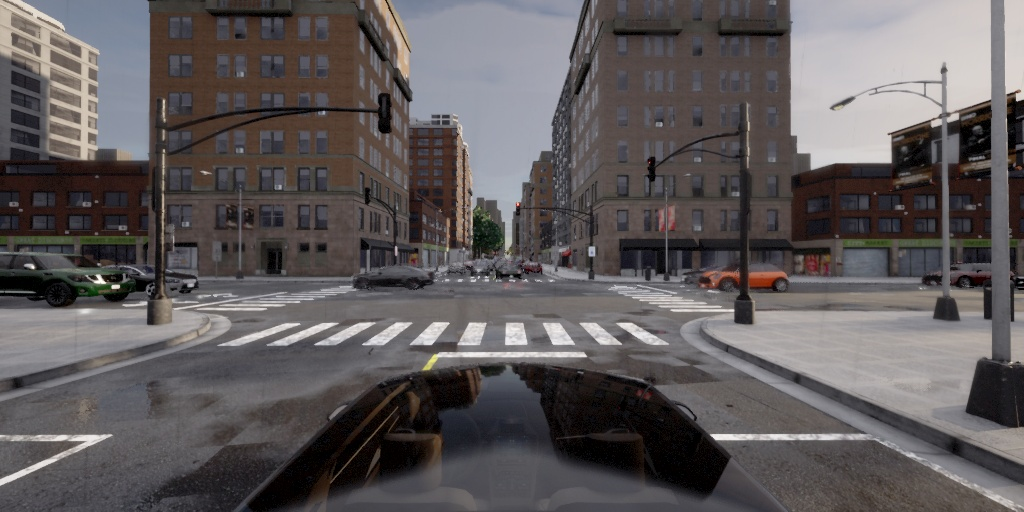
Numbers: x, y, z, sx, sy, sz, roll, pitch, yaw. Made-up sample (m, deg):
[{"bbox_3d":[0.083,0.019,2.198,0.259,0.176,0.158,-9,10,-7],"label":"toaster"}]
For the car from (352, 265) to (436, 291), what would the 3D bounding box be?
[{"bbox_3d":[-6.841,1.264,21.009,4.674,1.442,1.812,0,0,0],"label":"car"}]

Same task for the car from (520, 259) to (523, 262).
[{"bbox_3d":[2.400,1.354,45.454,1.948,1.339,4.313,0,0,-1],"label":"car"}]

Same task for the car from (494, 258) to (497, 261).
[{"bbox_3d":[-3.374,1.340,47.403,2.033,1.411,5.357,0,0,-1],"label":"car"}]

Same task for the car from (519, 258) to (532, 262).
[{"bbox_3d":[2.335,1.325,51.131,1.751,1.417,4.829,0,0,-1],"label":"car"}]

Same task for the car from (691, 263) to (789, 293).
[{"bbox_3d":[13.533,1.182,21.171,4.553,1.767,2.097,0,0,0],"label":"car"}]

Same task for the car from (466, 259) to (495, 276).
[{"bbox_3d":[-3.266,1.268,37.599,2.128,1.511,4.902,0,0,0],"label":"car"}]

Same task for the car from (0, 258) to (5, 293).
[{"bbox_3d":[-28.382,0.978,17.397,4.553,1.767,2.097,0,0,-1],"label":"car"}]

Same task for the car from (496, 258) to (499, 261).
[{"bbox_3d":[-3.485,1.321,57.784,1.837,1.490,4.892,0,0,0],"label":"car"}]

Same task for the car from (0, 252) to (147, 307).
[{"bbox_3d":[-18.473,0.859,14.224,5.566,2.045,2.150,0,0,0],"label":"car"}]

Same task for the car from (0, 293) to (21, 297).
[{"bbox_3d":[-5.855,1.190,1.494,1.967,1.591,4.097,0,0,0],"label":"car"}]

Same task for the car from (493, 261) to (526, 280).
[{"bbox_3d":[-0.312,1.369,31.689,1.895,1.301,4.718,0,0,-8],"label":"car"}]

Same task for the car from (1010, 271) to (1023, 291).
[{"bbox_3d":[33.023,1.517,21.315,4.718,1.301,1.895,0,0,0],"label":"car"}]

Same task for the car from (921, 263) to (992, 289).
[{"bbox_3d":[31.119,1.286,24.552,4.553,1.767,2.097,0,0,0],"label":"car"}]

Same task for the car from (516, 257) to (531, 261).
[{"bbox_3d":[2.275,1.128,56.467,2.192,1.841,5.009,0,0,-1],"label":"car"}]

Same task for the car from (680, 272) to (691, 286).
[{"bbox_3d":[14.120,1.348,24.430,4.902,1.511,2.128,0,0,0],"label":"car"}]

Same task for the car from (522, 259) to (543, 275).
[{"bbox_3d":[2.463,1.324,39.947,1.888,1.381,4.507,0,0,-1],"label":"car"}]

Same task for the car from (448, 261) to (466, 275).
[{"bbox_3d":[-6.062,1.329,39.854,2.007,1.370,4.403,0,0,-1],"label":"car"}]

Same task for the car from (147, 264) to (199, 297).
[{"bbox_3d":[-18.124,1.156,17.469,4.902,1.511,2.128,0,0,-1],"label":"car"}]
